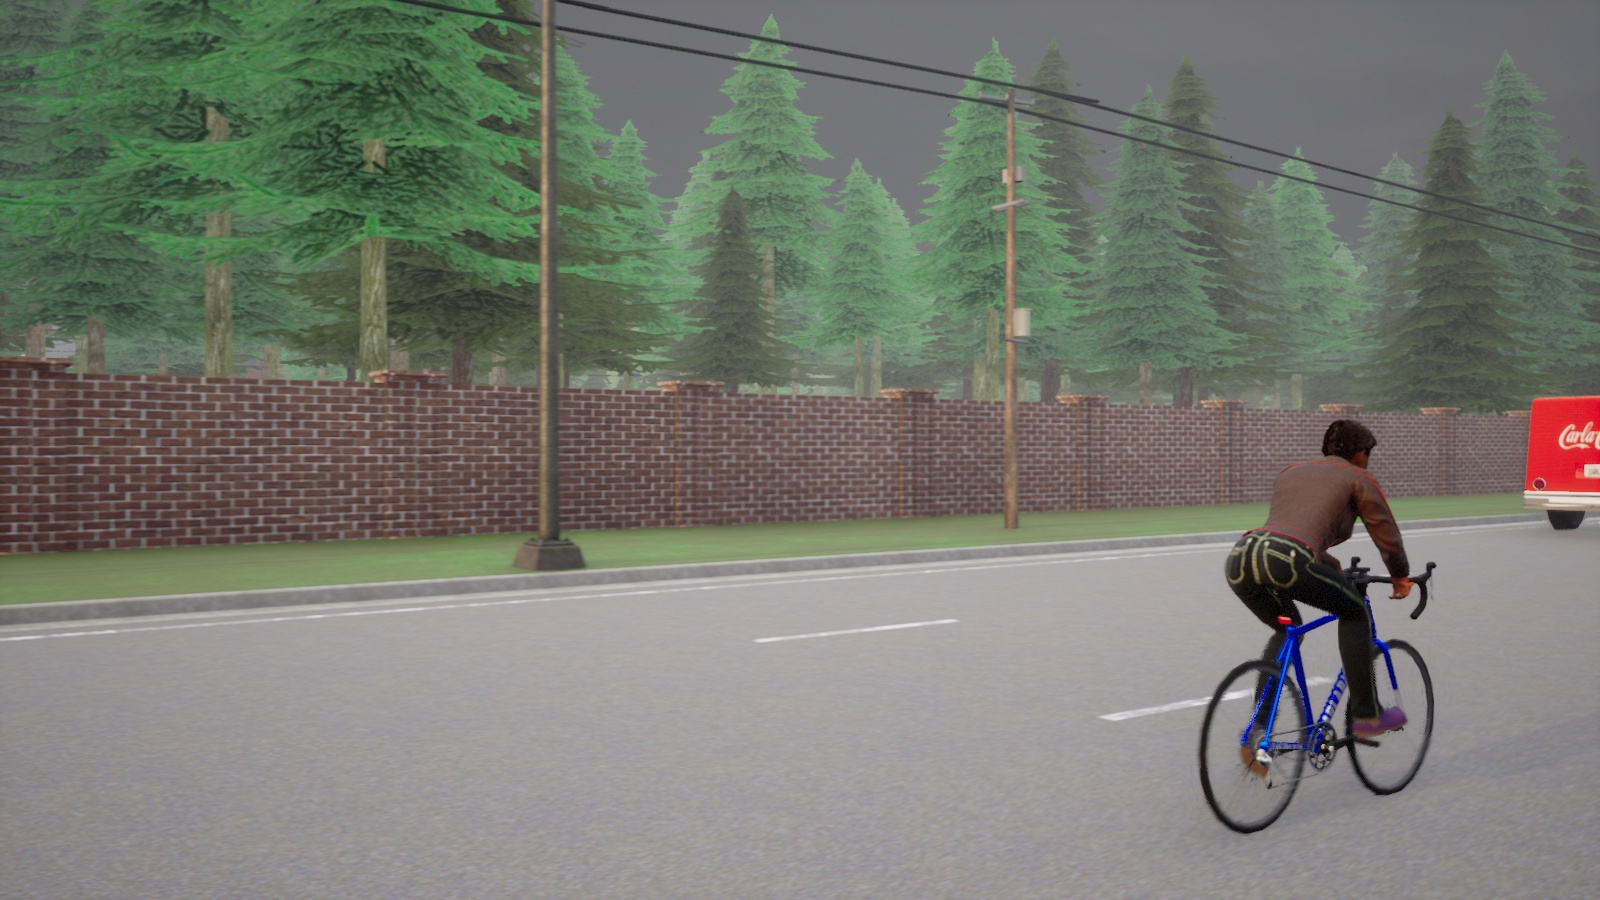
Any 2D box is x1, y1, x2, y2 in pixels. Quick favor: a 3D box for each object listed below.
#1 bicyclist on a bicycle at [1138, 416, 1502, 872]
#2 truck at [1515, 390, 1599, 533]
[{"bbox_3d":[2.175,0.690,5.173,1.656,1.620,0.582,0,0,-35],"label":"bicyclist on a bicycle"},{"bbox_3d":[15.896,0.194,23.256,5.204,2.467,2.627,0,0,-35],"label":"truck"}]
